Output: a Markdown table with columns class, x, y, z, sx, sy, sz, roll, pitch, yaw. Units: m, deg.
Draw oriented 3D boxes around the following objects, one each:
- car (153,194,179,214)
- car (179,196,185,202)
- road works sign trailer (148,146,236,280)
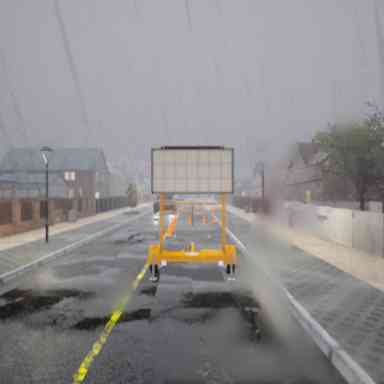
| class | x | y | z | sx | sy | sz | roll | pitch | yaw |
| --- | --- | --- | --- | --- | --- | --- | --- | --- | --- |
| car | -2.837 | 1.214 | 35.392 | 2.150 | 2.045 | 5.566 | 0 | 0 | 0 |
| car | -2.727 | 1.574 | 76.925 | 1.994 | 1.385 | 4.181 | 0 | 0 | 0 |
| road works sign trailer | 0.017 | 0.452 | 9.848 | 2.380 | 3.560 | 2.880 | 0 | 0 | 0 |
